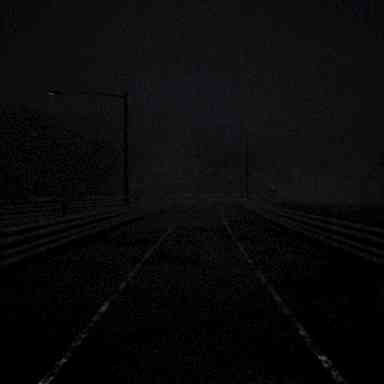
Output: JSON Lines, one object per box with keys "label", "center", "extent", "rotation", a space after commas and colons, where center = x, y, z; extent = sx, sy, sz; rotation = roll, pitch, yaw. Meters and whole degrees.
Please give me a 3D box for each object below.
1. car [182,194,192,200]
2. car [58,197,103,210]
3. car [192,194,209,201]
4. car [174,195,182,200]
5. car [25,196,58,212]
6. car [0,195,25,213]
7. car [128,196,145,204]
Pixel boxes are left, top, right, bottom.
{"label": "car", "center": [-0.253, 1.349, 86.340], "extent": [1.882, 1.535, 5.008], "rotation": [0, 0, 17]}
{"label": "car", "center": [-10.576, 1.253, 32.900], "extent": [2.128, 1.511, 4.902], "rotation": [0, 0, 13]}
{"label": "car", "center": [2.078, 1.413, 81.882], "extent": [1.994, 1.385, 4.181], "rotation": [0, 0, 16]}
{"label": "car", "center": [-3.137, 1.418, 88.911], "extent": [2.033, 1.411, 5.357], "rotation": [0, 0, 17]}
{"label": "car", "center": [-14.067, 1.288, 33.305], "extent": [1.812, 1.442, 4.674], "rotation": [0, 0, 13]}
{"label": "car", "center": [-17.577, 1.114, 33.669], "extent": [2.097, 1.767, 4.553], "rotation": [0, 0, 13]}
{"label": "car", "center": [-9.196, 1.367, 53.740], "extent": [1.994, 1.385, 4.181], "rotation": [0, 0, 14]}
